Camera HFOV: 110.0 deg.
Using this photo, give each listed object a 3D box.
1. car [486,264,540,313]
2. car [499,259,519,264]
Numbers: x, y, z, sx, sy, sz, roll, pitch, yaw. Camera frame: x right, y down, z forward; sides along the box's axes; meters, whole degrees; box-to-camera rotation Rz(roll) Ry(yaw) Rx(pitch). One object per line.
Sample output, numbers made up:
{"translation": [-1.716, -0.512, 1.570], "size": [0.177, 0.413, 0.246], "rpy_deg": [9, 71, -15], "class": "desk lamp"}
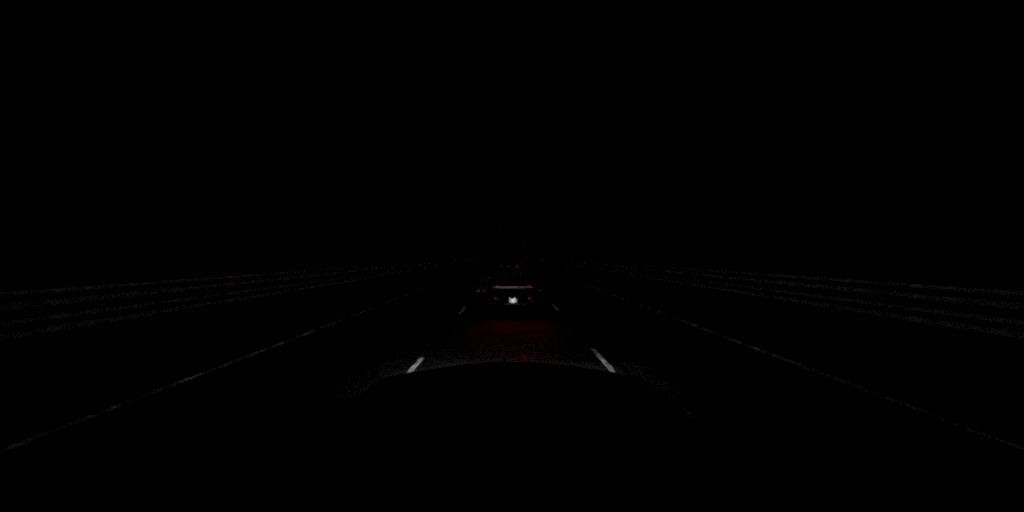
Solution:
{"translation": [0.009, 1.232, 14.035], "size": [2.128, 1.511, 4.902], "rpy_deg": [0, 0, -1], "class": "car"}
{"translation": [-0.313, 1.074, 38.268], "size": [2.097, 1.767, 4.553], "rpy_deg": [0, 0, -1], "class": "car"}
